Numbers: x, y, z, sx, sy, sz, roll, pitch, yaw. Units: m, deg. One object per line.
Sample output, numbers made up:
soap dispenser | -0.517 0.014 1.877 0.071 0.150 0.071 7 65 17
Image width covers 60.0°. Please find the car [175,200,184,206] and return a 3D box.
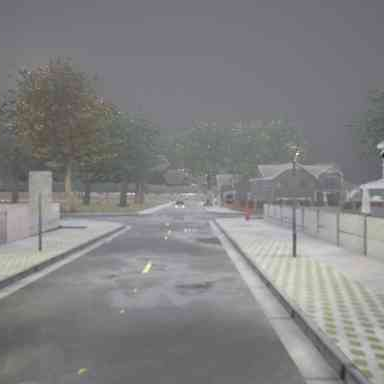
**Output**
car | -2.751 2.414 75.249 1.895 1.301 4.718 0 -1 0
